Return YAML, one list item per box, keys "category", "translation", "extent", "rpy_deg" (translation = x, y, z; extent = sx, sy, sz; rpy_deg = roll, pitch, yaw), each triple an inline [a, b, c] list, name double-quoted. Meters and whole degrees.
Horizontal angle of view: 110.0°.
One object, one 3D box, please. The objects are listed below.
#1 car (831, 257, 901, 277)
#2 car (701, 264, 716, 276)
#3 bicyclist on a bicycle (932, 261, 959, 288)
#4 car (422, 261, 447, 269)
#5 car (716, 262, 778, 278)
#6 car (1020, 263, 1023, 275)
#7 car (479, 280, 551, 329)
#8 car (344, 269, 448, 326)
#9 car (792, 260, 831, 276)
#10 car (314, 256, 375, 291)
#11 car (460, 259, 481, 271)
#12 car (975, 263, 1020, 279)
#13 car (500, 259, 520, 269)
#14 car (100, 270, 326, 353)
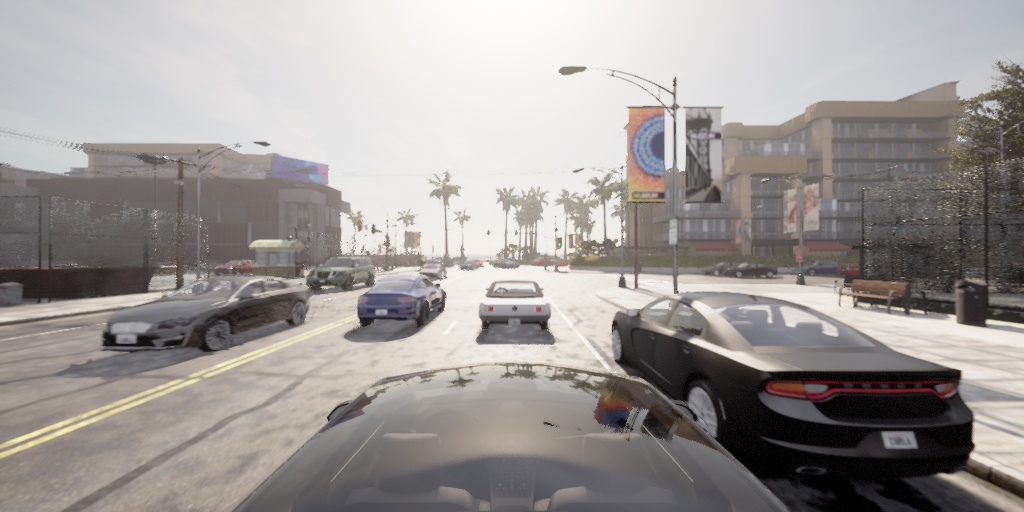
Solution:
- category: "car"
  translation: [36.003, 1.118, 35.992]
  extent: [5.566, 2.045, 2.150]
  rpy_deg: [0, 0, 0]
- category: "car"
  translation: [23.412, 1.414, 39.403]
  extent: [4.892, 1.490, 1.837]
  rpy_deg: [0, 0, 0]
- category: "bicyclist on a bicycle"
  translation: [26.078, 1.134, 21.446]
  extent: [0.582, 1.620, 1.656]
  rpy_deg: [0, -1, -1]
- category: "car"
  translation: [-7.091, 1.427, 32.559]
  extent: [2.033, 1.411, 5.357]
  rpy_deg: [0, 0, 0]
- category: "car"
  translation: [23.755, 1.372, 35.906]
  extent: [5.008, 1.535, 1.882]
  rpy_deg: [0, 0, 0]
- category: "car"
  translation: [45.212, 1.358, 28.998]
  extent: [4.902, 1.511, 2.128]
  rpy_deg: [0, 0, -1]
- category: "car"
  translation: [0.083, 1.392, 11.381]
  extent: [1.895, 1.301, 4.718]
  rpy_deg: [0, 0, 0]
- category: "car"
  translation: [-3.415, 1.318, 11.719]
  extent: [1.812, 1.442, 4.674]
  rpy_deg: [0, 0, 0]
- category: "car"
  translation: [33.590, 1.262, 39.476]
  extent: [4.553, 1.767, 2.097]
  rpy_deg: [0, 0, 0]
- category: "car"
  translation: [-10.597, 1.060, 22.775]
  extent: [2.150, 2.045, 5.566]
  rpy_deg: [0, 0, 0]
- category: "car"
  translation: [-6.556, 1.476, 54.544]
  extent: [1.837, 1.490, 4.892]
  rpy_deg: [0, 0, 7]
- category: "car"
  translation: [45.182, 1.372, 32.497]
  extent: [4.902, 1.511, 2.128]
  rpy_deg: [0, 0, -1]
- category: "car"
  translation: [-0.037, 1.581, 65.163]
  extent: [1.994, 1.385, 4.181]
  rpy_deg: [0, 0, 22]
- category: "car"
  translation: [-7.100, 1.272, 9.054]
  extent: [2.128, 1.511, 4.902]
  rpy_deg: [0, 0, 0]
